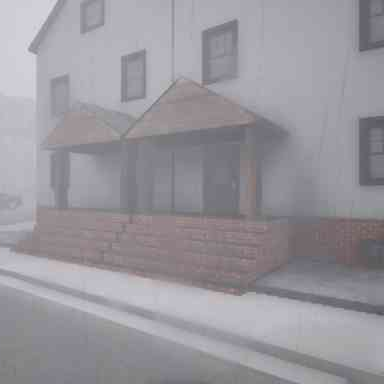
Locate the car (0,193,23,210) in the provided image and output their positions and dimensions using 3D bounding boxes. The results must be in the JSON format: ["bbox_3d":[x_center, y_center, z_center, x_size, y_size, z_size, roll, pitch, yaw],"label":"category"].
[{"bbox_3d":[-16.187,0.891,26.550,1.837,1.490,4.892,0,7,35],"label":"car"}]
